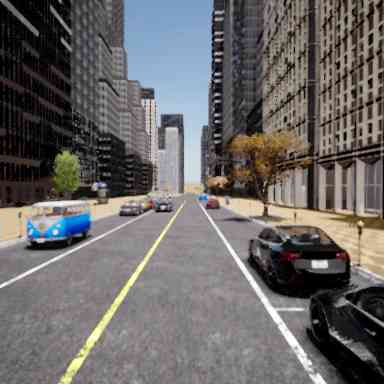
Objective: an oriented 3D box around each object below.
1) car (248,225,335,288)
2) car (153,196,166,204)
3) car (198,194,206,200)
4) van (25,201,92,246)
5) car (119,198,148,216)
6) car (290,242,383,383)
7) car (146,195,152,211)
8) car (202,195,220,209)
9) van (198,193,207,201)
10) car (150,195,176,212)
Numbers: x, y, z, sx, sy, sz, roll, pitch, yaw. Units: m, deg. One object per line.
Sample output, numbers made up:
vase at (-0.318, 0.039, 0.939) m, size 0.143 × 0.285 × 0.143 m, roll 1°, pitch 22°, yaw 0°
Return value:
car at (2.672, 1.537, 9.040) m, size 1.947 × 1.339 × 4.313 m, roll -1°, pitch 0°, yaw 0°
car at (-5.755, 1.411, 59.658) m, size 1.887 × 1.381 × 4.507 m, roll -1°, pitch 0°, yaw 0°
car at (2.597, 1.266, 87.791) m, size 1.967 × 1.590 × 4.097 m, roll -1°, pitch 0°, yaw 0°
van at (-5.717, 1.301, 14.657) m, size 1.690 × 1.788 × 3.998 m, roll -1°, pitch 0°, yaw 0°
car at (-5.729, 1.470, 31.533) m, size 2.008 × 1.369 × 4.403 m, roll -1°, pitch 0°, yaw 0°
car at (2.677, 1.554, 3.415) m, size 1.947 × 1.339 × 4.313 m, roll -1°, pitch 0°, yaw 0°
car at (-5.735, 1.433, 36.988) m, size 1.752 × 1.417 × 4.829 m, roll -1°, pitch 0°, yaw 0°
car at (2.641, 1.474, 42.791) m, size 1.802 × 1.307 × 4.206 m, roll -1°, pitch 0°, yaw 0°
van at (2.606, 1.180, 76.541) m, size 1.690 × 1.788 × 3.998 m, roll -1°, pitch 0°, yaw 0°
car at (-3.032, 1.438, 36.972) m, size 2.128 × 1.511 × 4.902 m, roll 0°, pitch 0°, yaw 0°
